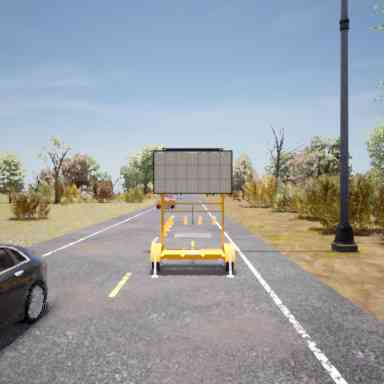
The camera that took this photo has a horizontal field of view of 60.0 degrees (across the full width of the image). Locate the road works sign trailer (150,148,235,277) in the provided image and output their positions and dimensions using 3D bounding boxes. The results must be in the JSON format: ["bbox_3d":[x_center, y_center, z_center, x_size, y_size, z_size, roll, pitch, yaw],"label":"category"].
[{"bbox_3d":[0.023,0.464,10.174,2.380,3.560,2.880,0,0,0],"label":"road works sign trailer"}]

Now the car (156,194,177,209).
[{"bbox_3d":[-3.503,1.193,44.320,2.150,2.045,5.566,0,0,0],"label":"car"}]

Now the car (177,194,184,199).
[{"bbox_3d":[-3.302,1.278,90.184,1.882,1.535,5.008,0,0,0],"label":"car"}]

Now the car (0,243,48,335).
[{"bbox_3d":[-3.590,1.505,4.335,1.837,1.490,4.892,0,0,0],"label":"car"}]
